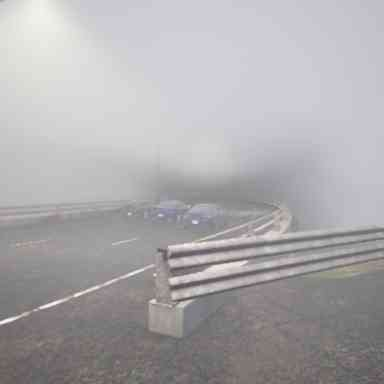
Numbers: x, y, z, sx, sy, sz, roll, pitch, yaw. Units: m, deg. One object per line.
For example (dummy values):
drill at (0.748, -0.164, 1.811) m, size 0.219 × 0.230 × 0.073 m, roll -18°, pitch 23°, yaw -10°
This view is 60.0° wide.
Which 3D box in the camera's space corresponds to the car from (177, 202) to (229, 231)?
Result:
car at (0.932, 1.451, 20.129) m, size 1.812 × 1.442 × 4.674 m, roll 0°, pitch 0°, yaw 19°

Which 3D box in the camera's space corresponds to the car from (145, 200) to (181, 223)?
car at (-1.318, 1.381, 24.415) m, size 1.882 × 1.535 × 5.008 m, roll 0°, pitch 0°, yaw 18°

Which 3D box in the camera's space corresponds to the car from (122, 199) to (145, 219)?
car at (-4.042, 1.391, 27.509) m, size 1.837 × 1.490 × 4.892 m, roll 0°, pitch 0°, yaw 16°
